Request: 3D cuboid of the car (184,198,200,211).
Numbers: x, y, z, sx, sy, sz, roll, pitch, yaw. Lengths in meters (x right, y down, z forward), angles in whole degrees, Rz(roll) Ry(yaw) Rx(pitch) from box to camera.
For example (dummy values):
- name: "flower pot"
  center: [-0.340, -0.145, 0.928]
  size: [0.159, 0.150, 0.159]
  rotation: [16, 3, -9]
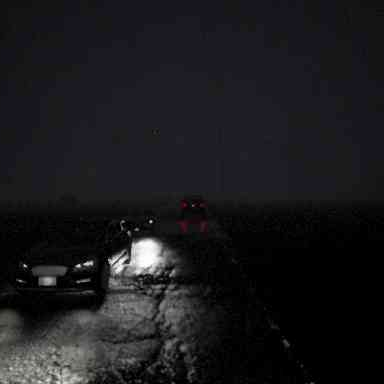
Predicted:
- name: "car"
  center: [0.039, 1.592, 43.650]
  size: [2.033, 1.411, 5.357]
  rotation: [0, 0, 0]

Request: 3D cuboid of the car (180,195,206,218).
- name: "car"
  center: [0.102, 1.251, 30.114]
  size: [2.150, 2.045, 5.566]
  rotation: [0, 0, 0]

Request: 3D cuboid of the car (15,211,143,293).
- name: "car"
  center: [-2.845, 1.498, 9.008]
  size: [2.128, 1.511, 4.902]
  rotation: [0, 0, 0]

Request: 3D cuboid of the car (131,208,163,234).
- name: "car"
  center: [-2.840, 1.616, 19.393]
  size: [1.895, 1.301, 4.718]
  rotation: [0, 0, 0]
